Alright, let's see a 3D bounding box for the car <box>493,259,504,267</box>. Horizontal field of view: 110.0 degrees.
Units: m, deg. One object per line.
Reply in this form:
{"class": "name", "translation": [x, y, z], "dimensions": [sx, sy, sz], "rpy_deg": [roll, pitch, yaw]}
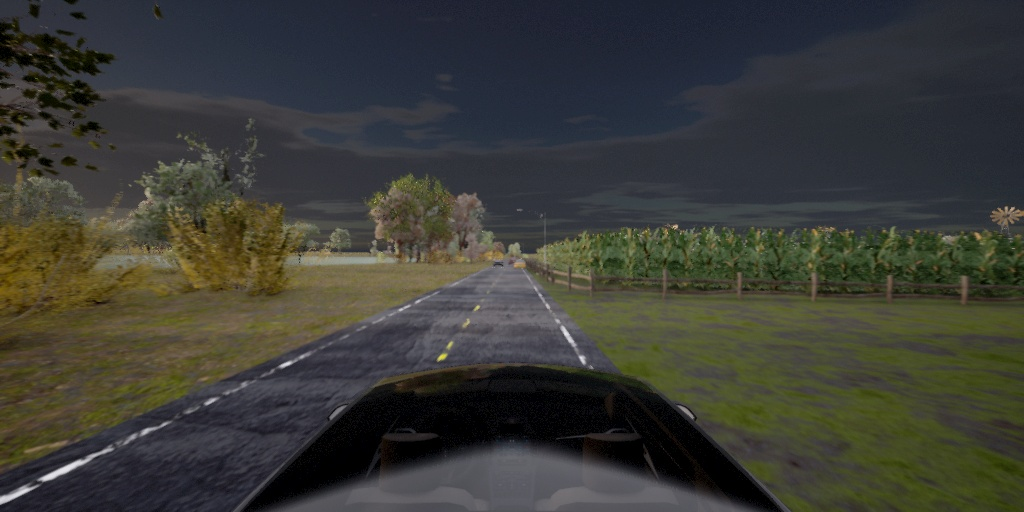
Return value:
{"class": "car", "translation": [-2.467, 1.305, 65.122], "dimensions": [2.033, 1.411, 5.357], "rpy_deg": [0, 0, 1]}

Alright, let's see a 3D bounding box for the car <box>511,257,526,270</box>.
{"class": "car", "translation": [1.206, 1.218, 54.656], "dimensions": [1.801, 1.575, 5.366], "rpy_deg": [0, 0, 0]}
